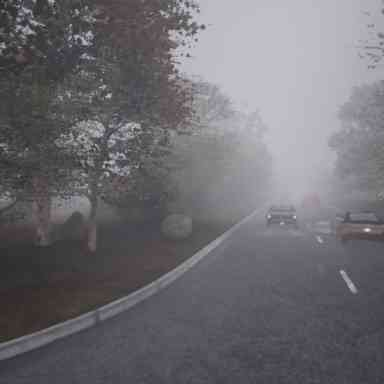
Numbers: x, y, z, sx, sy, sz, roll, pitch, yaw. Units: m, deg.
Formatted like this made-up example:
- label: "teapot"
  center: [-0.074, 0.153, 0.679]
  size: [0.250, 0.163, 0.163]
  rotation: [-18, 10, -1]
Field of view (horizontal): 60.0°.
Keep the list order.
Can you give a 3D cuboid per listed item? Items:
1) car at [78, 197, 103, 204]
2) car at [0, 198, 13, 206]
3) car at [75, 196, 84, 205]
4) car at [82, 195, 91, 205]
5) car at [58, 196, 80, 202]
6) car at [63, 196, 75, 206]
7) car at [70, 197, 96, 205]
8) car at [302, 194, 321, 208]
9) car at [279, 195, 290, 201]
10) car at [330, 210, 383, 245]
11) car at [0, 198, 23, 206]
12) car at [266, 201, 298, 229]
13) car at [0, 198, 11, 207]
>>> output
- label: "car"
  center: [-22.666, 1.924, 74.220]
  size: [5.008, 1.535, 2.097]
  rotation: [0, 0, 16]
- label: "car"
  center: [-38.645, 1.989, 66.271]
  size: [5.366, 1.575, 1.946]
  rotation: [0, 0, 16]
- label: "car"
  center: [-24.891, 1.979, 66.195]
  size: [5.008, 1.535, 2.097]
  rotation: [0, 0, 16]
- label: "car"
  center: [-24.179, 1.710, 68.876]
  size: [5.566, 2.045, 2.435]
  rotation: [0, 0, 16]
- label: "car"
  center: [-32.440, 1.814, 87.829]
  size: [4.892, 1.521, 2.231]
  rotation: [0, 1, 16]
- label: "car"
  center: [-25.636, 1.996, 63.521]
  size: [5.008, 1.535, 2.097]
  rotation: [0, 0, 16]
- label: "car"
  center: [-23.412, 1.945, 71.544]
  size: [4.892, 1.521, 2.231]
  rotation: [0, 0, 16]
- label: "car"
  center: [15.717, 1.124, 44.032]
  size: [2.097, 1.767, 4.553]
  rotation: [0, 0, 16]
- label: "car"
  center: [17.350, 1.218, 62.390]
  size: [1.994, 1.385, 4.181]
  rotation: [0, 0, 16]
- label: "car"
  center: [7.697, 1.505, 15.484]
  size: [1.994, 1.385, 4.181]
  rotation: [0, 0, 16]
- label: "car"
  center: [-37.712, 2.014, 68.921]
  size: [4.674, 1.452, 2.002]
  rotation: [0, 0, 16]
- label: "car"
  center: [5.806, 1.511, 21.411]
  size: [1.895, 1.301, 4.718]
  rotation: [0, 0, 16]
- label: "car"
  center: [-29.394, 2.113, 50.161]
  size: [4.792, 1.488, 2.163]
  rotation: [0, 0, 16]
